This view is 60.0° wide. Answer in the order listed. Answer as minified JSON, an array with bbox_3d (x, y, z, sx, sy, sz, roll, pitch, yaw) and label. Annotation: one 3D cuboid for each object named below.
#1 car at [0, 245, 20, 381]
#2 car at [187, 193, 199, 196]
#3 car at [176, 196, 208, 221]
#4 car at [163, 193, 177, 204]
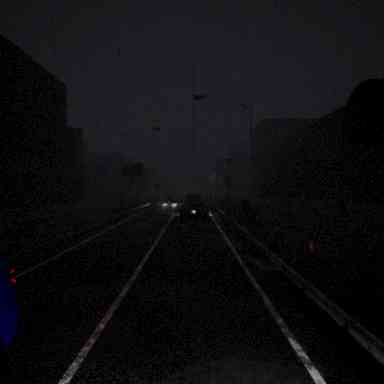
[{"bbox_3d":[-3.100,1.215,1.661,2.150,2.045,5.566,0,0,0],"label":"car"},{"bbox_3d":[0.143,0.871,41.324,1.837,1.490,4.892,0,0,0],"label":"car"},{"bbox_3d":[0.123,1.204,23.491,1.994,1.385,4.181,0,1,0],"label":"car"},{"bbox_3d":[-3.029,0.892,46.630,2.033,1.411,5.357,0,0,0],"label":"car"}]
